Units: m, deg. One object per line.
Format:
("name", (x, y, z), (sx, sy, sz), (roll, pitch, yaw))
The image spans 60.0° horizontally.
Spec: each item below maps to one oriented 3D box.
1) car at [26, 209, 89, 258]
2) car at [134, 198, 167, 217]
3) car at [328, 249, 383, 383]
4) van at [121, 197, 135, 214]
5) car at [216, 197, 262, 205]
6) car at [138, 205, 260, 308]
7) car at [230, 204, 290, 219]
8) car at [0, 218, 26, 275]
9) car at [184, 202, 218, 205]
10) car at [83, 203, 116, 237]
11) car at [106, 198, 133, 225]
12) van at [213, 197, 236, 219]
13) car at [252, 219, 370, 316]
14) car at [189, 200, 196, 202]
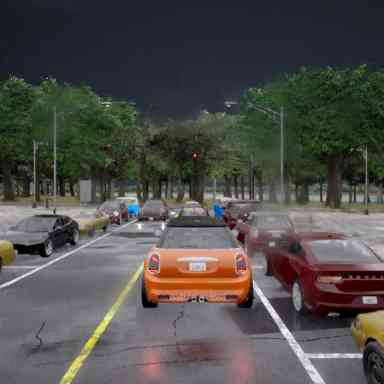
("car", (-5.753, 1.567, 12.844), (1.947, 1.339, 4.313), (0, 0, 0))
("car", (-2.976, 1.355, 26.517), (2.097, 1.767, 4.553), (0, 0, 0))
("car", (2.762, 1.525, 2.131), (1.752, 1.417, 4.829), (0, 0, 0))
("van", (-5.738, 1.346, 29.157), (1.690, 1.788, 3.998), (0, 0, 0))
("car", (2.777, 1.317, 18.274), (2.192, 1.841, 5.009), (0, 0, 0))
("car", (0.106, 1.352, 8.071), (2.097, 1.767, 4.553), (0, 0, 0))
("car", (2.772, 1.441, 12.836), (1.967, 1.590, 4.097), (0, 0, 0))
("car", (-5.758, 1.525, 7.237), (1.752, 1.417, 4.829), (0, 0, 0))
("car", (0.113, 1.493, 17.285), (2.128, 1.511, 4.902), (0, 0, 0))
("car", (-5.748, 1.527, 18.112), (1.752, 1.417, 4.829), (0, 0, 0))
("car", (-5.743, 1.443, 23.719), (1.967, 1.590, 4.097), (0, 0, 0))
("van", (2.787, 1.346, 29.149), (1.690, 1.788, 3.998), (0, 0, 0))
("car", (2.767, 1.545, 7.399), (1.887, 1.381, 4.507), (0, 0, 0))
("car", (0.022, 1.460, 27.230), (1.801, 1.575, 5.366), (0, 0, 1))
